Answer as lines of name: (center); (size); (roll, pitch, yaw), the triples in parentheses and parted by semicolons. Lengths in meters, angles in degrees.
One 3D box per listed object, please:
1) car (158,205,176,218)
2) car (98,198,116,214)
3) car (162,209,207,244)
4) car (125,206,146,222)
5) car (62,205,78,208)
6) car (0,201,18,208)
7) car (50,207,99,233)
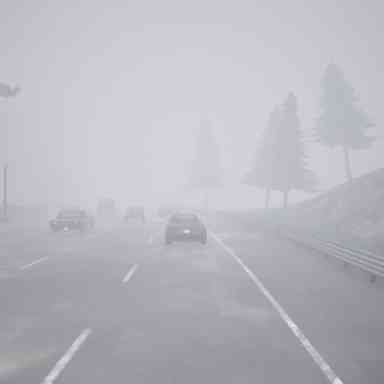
car: (-2.726, 2.106, 36.887); (1.895, 1.301, 4.718); (0, -1, -10)
car: (-11.382, 1.832, 44.496); (2.150, 2.045, 5.566); (0, -1, -13)
car: (-0.384, 1.801, 17.229); (1.994, 1.385, 4.181); (0, -1, -4)
car: (-5.326, 1.975, 31.198); (2.033, 1.411, 5.357); (0, -1, -9)
car: (-13.401, 2.107, 36.860); (1.895, 1.301, 4.718); (0, -1, -11)
car: (-27.689, 2.183, 50.345); (2.128, 1.511, 4.902); (0, -1, -16)
car: (-7.730, 1.904, 22.020); (1.895, 1.301, 4.718); (0, -1, -6)
